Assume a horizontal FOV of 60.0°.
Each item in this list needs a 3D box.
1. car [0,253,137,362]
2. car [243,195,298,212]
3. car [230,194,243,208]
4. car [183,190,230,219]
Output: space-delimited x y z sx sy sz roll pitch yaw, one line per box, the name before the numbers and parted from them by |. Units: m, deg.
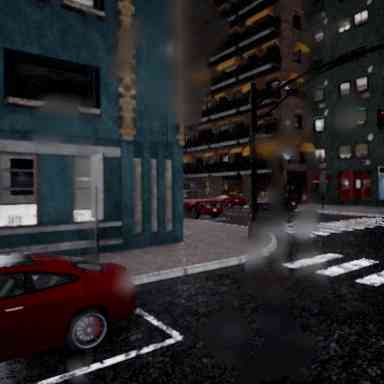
car | -2.816 1.579 4.545 4.206 1.307 1.802 -1 1 -36
car | 6.704 0.910 27.600 1.947 1.339 4.313 0 1 -36
car | 3.405 0.849 32.089 1.802 1.307 4.206 0 1 -36
car | -0.070 0.767 22.669 2.192 1.841 5.009 0 1 -36
